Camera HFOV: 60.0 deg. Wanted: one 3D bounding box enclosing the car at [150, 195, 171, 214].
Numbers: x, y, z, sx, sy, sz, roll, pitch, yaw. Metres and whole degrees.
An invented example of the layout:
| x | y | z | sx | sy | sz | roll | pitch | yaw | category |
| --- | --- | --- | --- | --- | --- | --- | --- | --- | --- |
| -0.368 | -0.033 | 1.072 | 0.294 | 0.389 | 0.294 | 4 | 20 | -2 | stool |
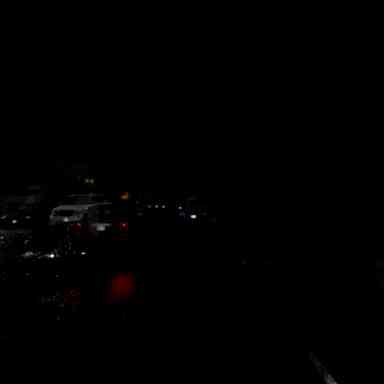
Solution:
| x | y | z | sx | sy | sz | roll | pitch | yaw | category |
| --- | --- | --- | --- | --- | --- | --- | --- | --- | --- |
| -3.157 | 1.342 | 32.298 | 2.033 | 1.411 | 5.357 | 0 | 0 | 0 | car |

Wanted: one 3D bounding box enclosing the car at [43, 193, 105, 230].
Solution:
| x | y | z | sx | sy | sz | roll | pitch | yaw | category |
| --- | --- | --- | --- | --- | --- | --- | --- | --- | --- |
| -6.603 | 1.093 | 20.208 | 2.150 | 2.045 | 5.566 | 0 | 0 | 0 | car |

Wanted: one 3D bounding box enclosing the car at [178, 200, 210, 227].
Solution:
| x | y | z | sx | sy | sz | roll | pitch | yaw | category |
| --- | --- | --- | --- | --- | --- | --- | --- | --- | --- |
| 0.097 | 1.427 | 21.726 | 1.994 | 1.385 | 4.181 | 0 | 0 | 0 | car |

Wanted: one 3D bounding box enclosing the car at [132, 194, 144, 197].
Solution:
| x | y | z | sx | sy | sz | roll | pitch | yaw | category |
| --- | --- | --- | --- | --- | --- | --- | --- | --- | --- |
| -9.802 | 1.131 | 60.815 | 1.812 | 1.442 | 4.674 | 0 | 0 | 1 | car |

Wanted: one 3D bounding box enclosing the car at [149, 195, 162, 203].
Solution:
| x | y | z | sx | sy | sz | roll | pitch | yaw | category |
| --- | --- | --- | --- | --- | --- | --- | --- | --- | --- |
| -6.552 | 1.209 | 60.400 | 1.895 | 1.301 | 4.718 | 0 | 0 | 1 | car |

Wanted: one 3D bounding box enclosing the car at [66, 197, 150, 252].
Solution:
| x | y | z | sx | sy | sz | roll | pitch | yaw | category |
| --- | --- | --- | --- | --- | --- | --- | --- | --- | --- |
| -3.152 | 1.266 | 13.611 | 2.097 | 1.767 | 4.553 | 0 | 0 | 0 | car |

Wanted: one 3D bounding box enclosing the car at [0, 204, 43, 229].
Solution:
| x | y | z | sx | sy | sz | roll | pitch | yaw | category |
| --- | --- | --- | --- | --- | --- | --- | --- | --- | --- |
| -9.853 | 1.434 | 20.432 | 1.994 | 1.385 | 4.181 | 0 | 0 | 0 | car |

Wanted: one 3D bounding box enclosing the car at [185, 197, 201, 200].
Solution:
| x | y | z | sx | sy | sz | roll | pitch | yaw | category |
| --- | --- | --- | --- | --- | --- | --- | --- | --- | --- |
| 0.092 | 1.279 | 38.647 | 1.812 | 1.442 | 4.674 | 0 | 0 | 0 | car |
